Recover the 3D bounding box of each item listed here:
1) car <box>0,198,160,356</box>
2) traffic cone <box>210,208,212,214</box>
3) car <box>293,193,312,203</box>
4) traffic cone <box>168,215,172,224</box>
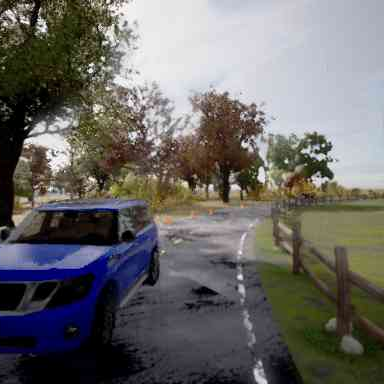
[{"bbox_3d":[-2.067,1.180,6.477,2.150,2.045,5.566,0,0,5],"label":"car"},{"bbox_3d":[1.793,1.751,31.730,0.340,0.580,0.340,0,1,22],"label":"traffic cone"},{"bbox_3d":[18.401,0.981,55.005,1.812,1.442,4.674,0,1,40],"label":"car"},{"bbox_3d":[-1.477,1.828,21.983,0.340,0.580,0.340,0,0,15],"label":"traffic cone"}]
